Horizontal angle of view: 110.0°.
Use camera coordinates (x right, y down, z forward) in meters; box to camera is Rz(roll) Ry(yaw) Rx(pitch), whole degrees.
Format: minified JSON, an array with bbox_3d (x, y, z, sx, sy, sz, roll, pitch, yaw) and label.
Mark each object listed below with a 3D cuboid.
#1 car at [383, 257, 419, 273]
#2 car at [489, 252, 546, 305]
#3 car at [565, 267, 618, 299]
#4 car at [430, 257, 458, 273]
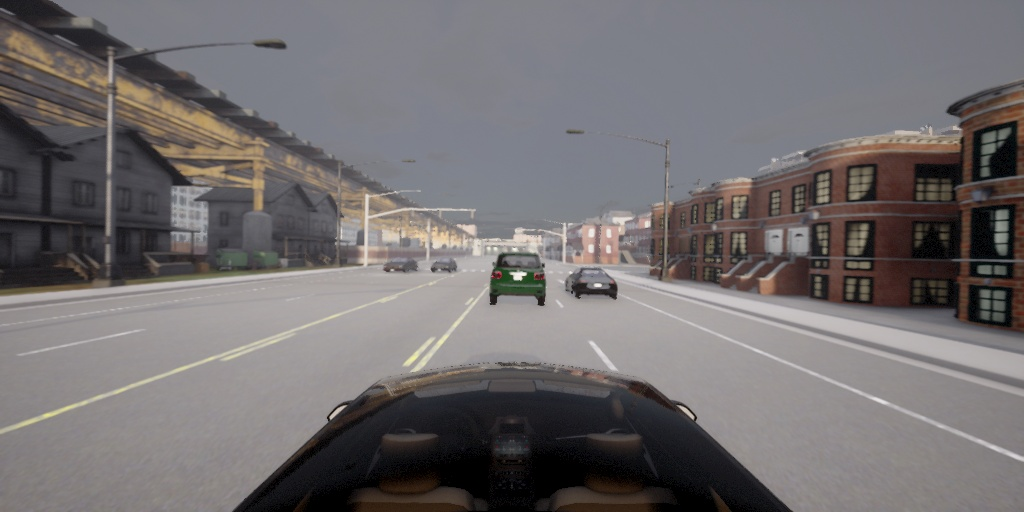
[{"bbox_3d":[-10.067,0.795,33.015,2.033,1.411,5.357,1,0,2],"label":"car"},{"bbox_3d":[0.263,0.851,15.454,2.150,2.045,5.566,1,0,1],"label":"car"},{"bbox_3d":[3.826,1.251,17.857,1.994,1.385,4.181,1,1,1],"label":"car"},{"bbox_3d":[-6.515,0.853,35.101,2.033,1.411,5.357,1,0,1],"label":"car"}]
